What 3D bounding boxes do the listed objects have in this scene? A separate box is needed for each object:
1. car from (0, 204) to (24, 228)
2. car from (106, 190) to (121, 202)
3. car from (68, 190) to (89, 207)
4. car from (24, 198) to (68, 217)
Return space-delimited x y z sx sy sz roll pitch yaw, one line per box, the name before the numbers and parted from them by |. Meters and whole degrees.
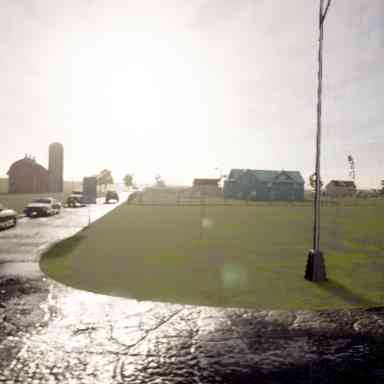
car | -10.760 1.300 17.435 1.994 1.385 4.181 2 0 -8
car | -14.008 0.743 59.109 2.150 2.045 5.566 2 0 -9
car | -14.602 0.773 43.371 2.150 2.045 5.566 2 0 -8
car | -12.331 1.208 27.903 2.033 1.411 5.357 2 0 -8
